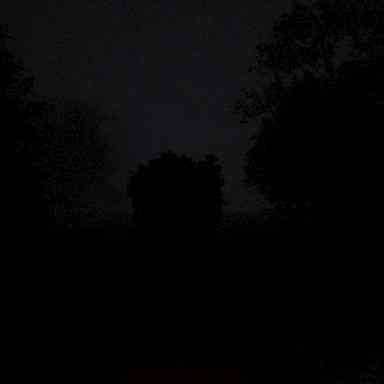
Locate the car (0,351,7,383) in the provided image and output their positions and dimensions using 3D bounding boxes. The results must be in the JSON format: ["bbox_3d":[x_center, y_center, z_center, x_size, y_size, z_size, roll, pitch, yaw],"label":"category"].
[{"bbox_3d":[-3.139,1.491,0.835,4.902,1.511,2.128,0,0,-35],"label":"car"}]
